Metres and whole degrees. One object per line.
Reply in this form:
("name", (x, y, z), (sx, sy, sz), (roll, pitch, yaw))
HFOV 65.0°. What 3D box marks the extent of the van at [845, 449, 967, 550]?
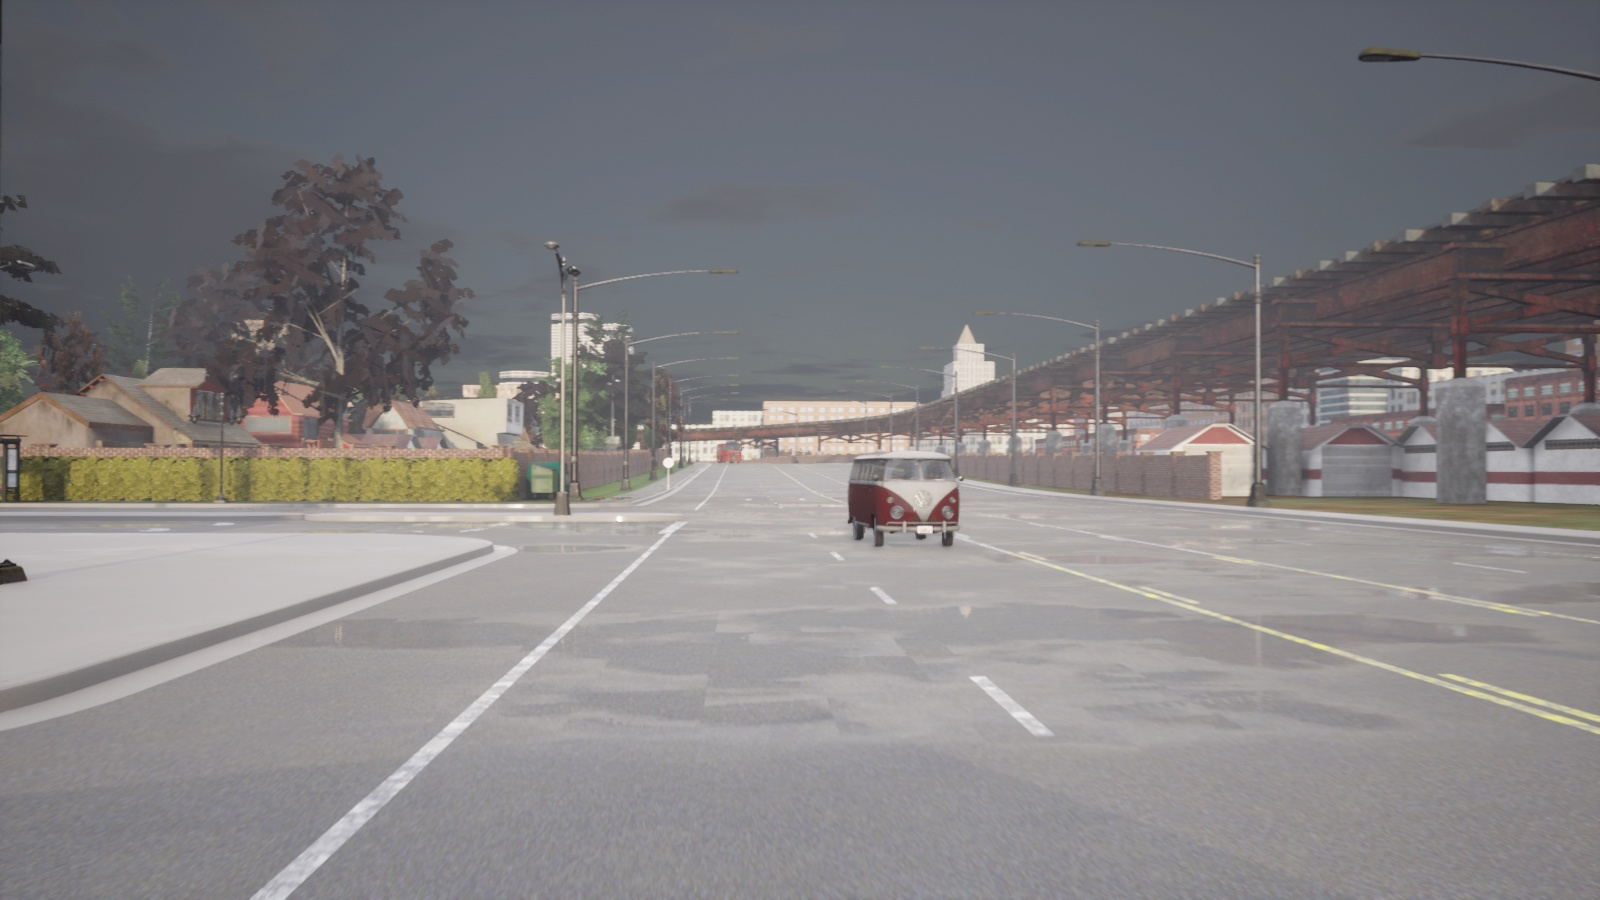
("van", (2.184, 1.011, 27.145), (1.775, 1.987, 4.442), (0, -1, -7))
